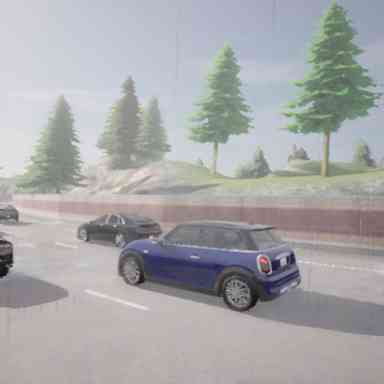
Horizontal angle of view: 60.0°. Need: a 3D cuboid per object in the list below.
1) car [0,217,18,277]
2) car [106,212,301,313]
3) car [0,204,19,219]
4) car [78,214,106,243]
[{"bbox_3d":[-6.831,1.573,9.463,4.902,1.511,2.128,0,-1,40],"label":"car"},{"bbox_3d":[0.228,1.492,8.292,4.553,1.767,2.097,0,-1,37],"label":"car"},{"bbox_3d":[-16.237,1.769,28.352,2.128,1.511,4.902,1,-1,-42],"label":"car"},{"bbox_3d":[-3.545,1.722,15.840,4.892,1.490,1.837,0,-1,40],"label":"car"}]
